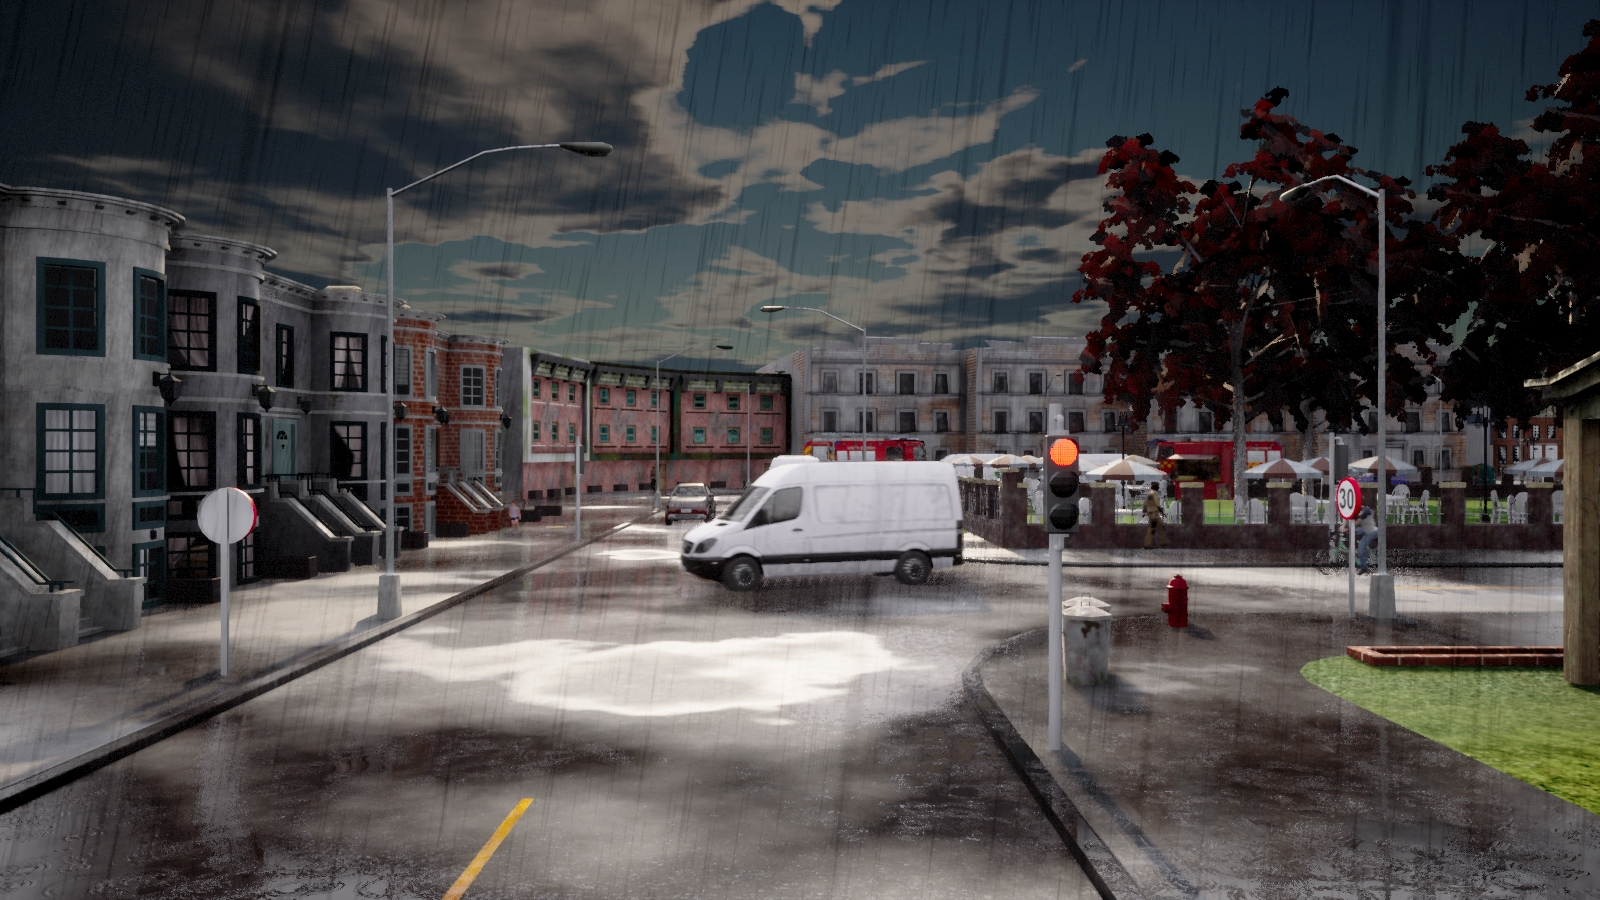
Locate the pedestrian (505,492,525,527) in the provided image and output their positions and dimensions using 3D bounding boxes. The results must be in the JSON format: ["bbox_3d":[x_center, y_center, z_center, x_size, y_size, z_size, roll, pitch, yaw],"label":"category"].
[{"bbox_3d":[-9.121,1.904,36.586,0.500,1.100,0.500,0,0,2],"label":"pedestrian"}]

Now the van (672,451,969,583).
[{"bbox_3d":[0.425,1.314,24.056,5.915,2.561,1.988,0,0,-17],"label":"van"}]

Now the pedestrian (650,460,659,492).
[{"bbox_3d":[-8.476,1.525,66.477,0.375,1.860,0.375,0,0,22],"label":"pedestrian"}]

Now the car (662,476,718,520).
[{"bbox_3d":[-4.154,1.806,43.645,1.789,1.549,3.705,0,0,0],"label":"car"}]

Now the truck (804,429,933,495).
[{"bbox_3d":[4.295,0.672,70.228,8.468,3.827,2.891,0,0,-43],"label":"truck"}]

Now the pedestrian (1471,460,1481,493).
[{"bbox_3d":[38.973,1.524,65.846,0.375,1.860,0.375,0,0,7],"label":"pedestrian"}]

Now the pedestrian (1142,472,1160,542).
[{"bbox_3d":[9.381,1.517,30.549,0.375,1.860,0.375,0,0,0],"label":"pedestrian"}]

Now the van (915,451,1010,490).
[{"bbox_3d":[10.550,1.314,74.428,5.915,2.561,1.988,0,0,0],"label":"van"}]
